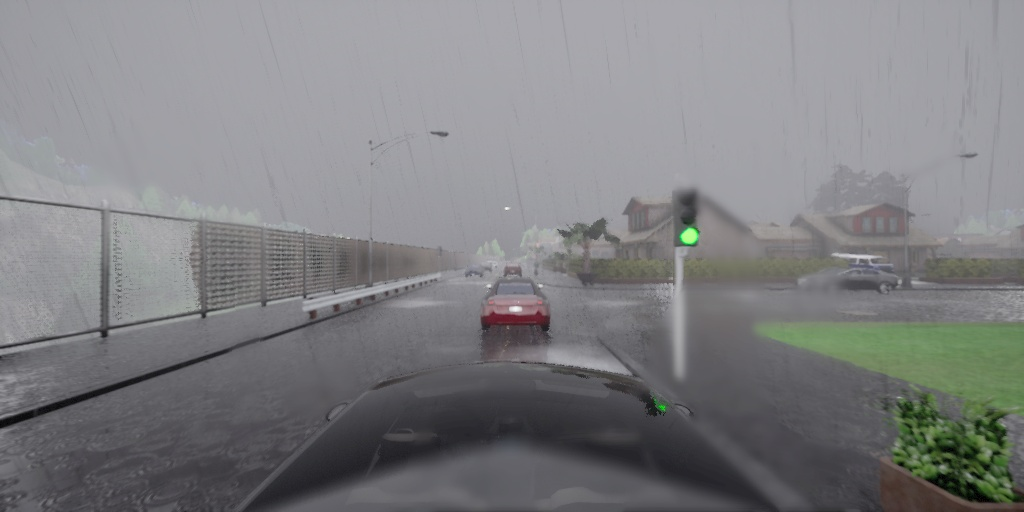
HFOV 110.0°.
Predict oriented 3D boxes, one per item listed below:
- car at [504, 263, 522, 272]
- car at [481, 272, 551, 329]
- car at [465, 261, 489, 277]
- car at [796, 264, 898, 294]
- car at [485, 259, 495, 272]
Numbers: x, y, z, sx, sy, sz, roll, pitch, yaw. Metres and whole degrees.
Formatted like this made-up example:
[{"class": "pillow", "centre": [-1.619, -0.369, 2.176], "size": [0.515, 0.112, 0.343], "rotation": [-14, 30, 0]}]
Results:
[{"class": "car", "centre": [0.106, 1.522, 41.248], "size": [1.882, 1.535, 5.008], "rotation": [0, 0, 0]}, {"class": "car", "centre": [0.097, 1.388, 11.513], "size": [1.994, 1.385, 4.181], "rotation": [0, 0, 0]}, {"class": "car", "centre": [-4.088, 1.585, 40.210], "size": [2.033, 1.411, 5.357], "rotation": [0, 0, 0]}, {"class": "car", "centre": [19.210, 1.382, 20.708], "size": [4.902, 1.511, 2.128], "rotation": [0, 0, 0]}, {"class": "car", "centre": [-4.056, 1.623, 54.717], "size": [1.882, 1.535, 5.008], "rotation": [0, -1, 0]}]
